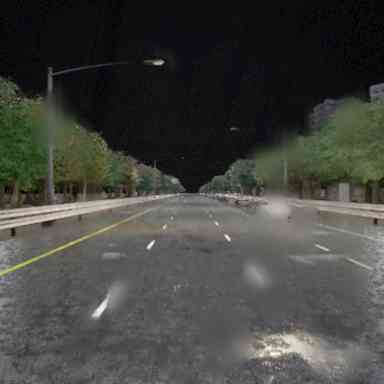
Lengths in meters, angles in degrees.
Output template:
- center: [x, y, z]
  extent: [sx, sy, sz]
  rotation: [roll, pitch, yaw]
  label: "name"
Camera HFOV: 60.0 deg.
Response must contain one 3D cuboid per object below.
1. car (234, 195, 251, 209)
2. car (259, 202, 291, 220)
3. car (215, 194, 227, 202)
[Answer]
- center: [7.006, 1.502, 46.584]
  extent: [2.128, 1.511, 4.902]
  rotation: [0, 0, 0]
  label: "car"
- center: [7.003, 1.538, 28.222]
  extent: [1.812, 1.442, 4.674]
  rotation: [0, 0, 0]
  label: "car"
- center: [7.042, 1.542, 76.699]
  extent: [1.837, 1.490, 4.892]
  rotation: [0, 0, 0]
  label: "car"
